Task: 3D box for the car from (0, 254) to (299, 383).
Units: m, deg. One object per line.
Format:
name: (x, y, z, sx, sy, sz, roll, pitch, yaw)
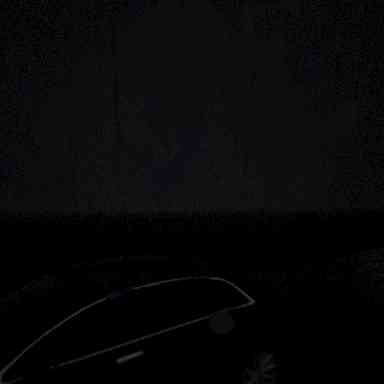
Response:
car: (-0.950, 1.510, 3.355, 4.892, 1.490, 1.837, 0, 0, -36)
